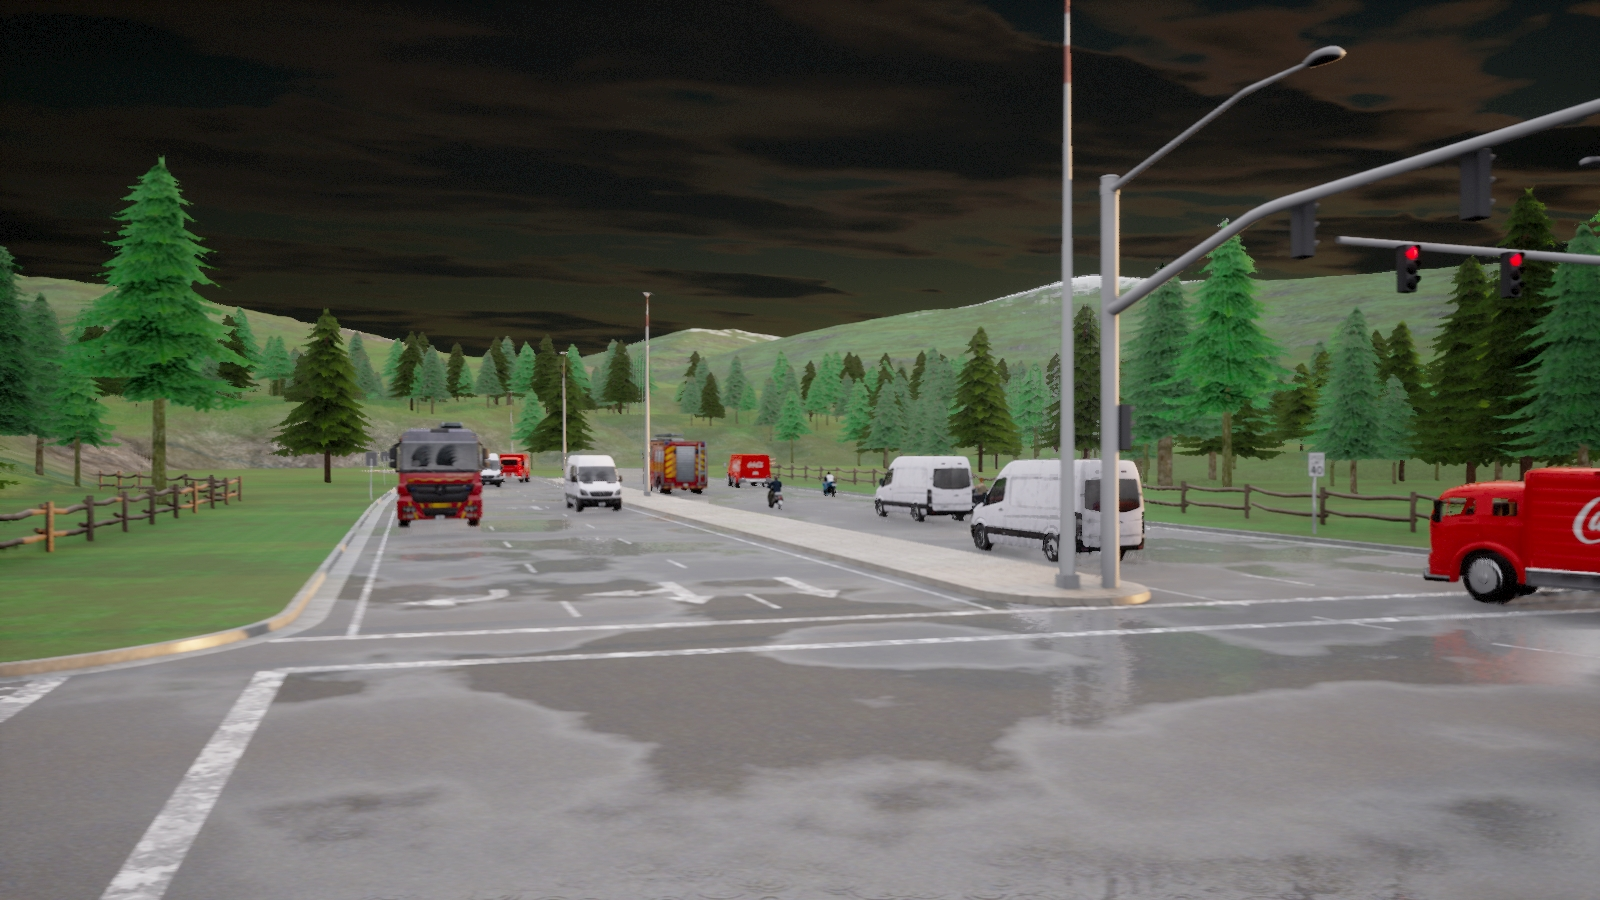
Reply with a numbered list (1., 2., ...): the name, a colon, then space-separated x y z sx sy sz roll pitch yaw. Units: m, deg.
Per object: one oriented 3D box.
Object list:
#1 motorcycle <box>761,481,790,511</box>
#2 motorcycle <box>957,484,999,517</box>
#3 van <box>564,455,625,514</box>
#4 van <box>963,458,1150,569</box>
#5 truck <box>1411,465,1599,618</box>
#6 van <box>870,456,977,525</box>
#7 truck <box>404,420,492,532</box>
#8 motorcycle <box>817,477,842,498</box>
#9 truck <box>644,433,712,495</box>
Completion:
1. motorcycle: -1.153 2.134 52.982 0.856 1.316 1.805 0 0 -19
2. motorcycle: 7.618 2.143 48.910 0.764 1.307 2.356 0 0 -19
3. van: -9.675 1.530 53.335 1.988 2.561 5.915 0 0 -18
4. van: 6.571 1.526 30.193 1.988 2.561 5.915 0 0 -19
5. truck: 14.126 1.557 20.246 2.627 2.467 5.204 -1 1 -39
6. van: 4.865 1.524 46.114 1.988 2.561 5.915 0 0 -19
7. truck: -13.498 0.890 43.467 2.891 3.827 8.468 0 0 -19
8. motorcycle: 1.720 2.175 66.745 0.803 1.199 2.033 0 0 -18
9. truck: -8.206 0.882 75.826 2.891 3.827 8.468 0 0 -17
